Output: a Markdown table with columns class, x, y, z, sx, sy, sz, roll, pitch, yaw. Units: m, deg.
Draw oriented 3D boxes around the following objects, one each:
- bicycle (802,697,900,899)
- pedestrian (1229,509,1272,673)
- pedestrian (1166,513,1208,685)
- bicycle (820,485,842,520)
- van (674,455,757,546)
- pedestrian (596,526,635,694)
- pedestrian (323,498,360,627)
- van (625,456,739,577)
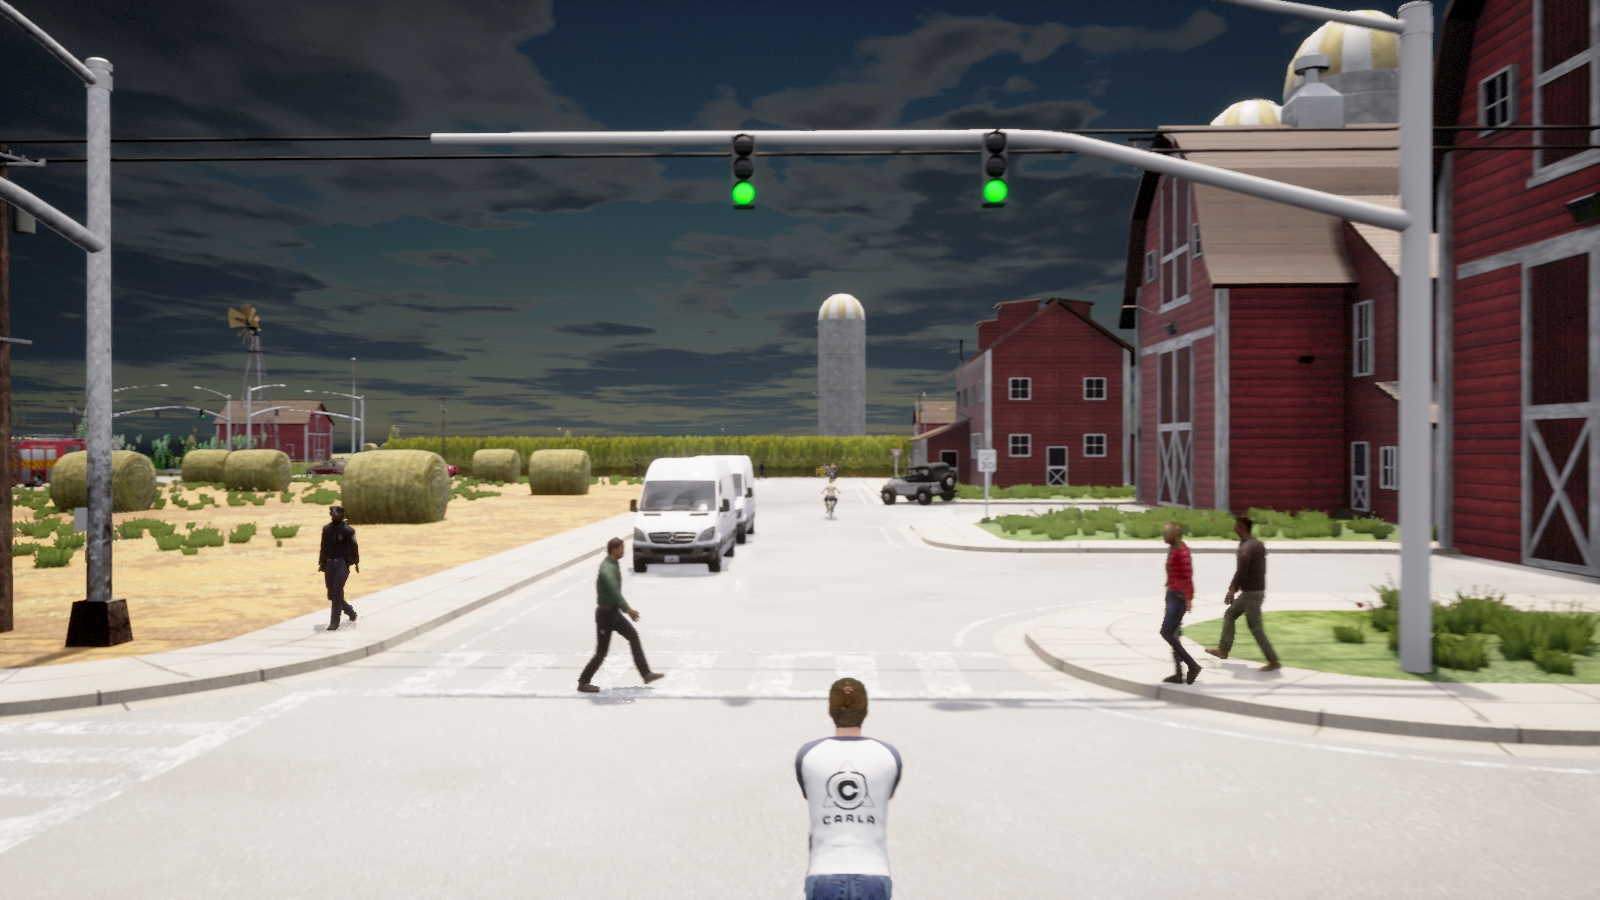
| class | x | y | z | sx | sy | sz | roll | pitch | yaw |
| --- | --- | --- | --- | --- | --- | --- | --- | --- | --- |
| bicycle | 0.214 | 2.035 | 5.143 | 0.373 | 1.496 | 1.643 | 0 | 0 | 1 |
| pedestrian | 5.297 | 1.642 | 13.436 | 0.375 | 1.860 | 0.375 | 0 | 0 | 40 |
| pedestrian | 4.298 | 1.643 | 12.696 | 0.375 | 1.860 | 0.375 | 0 | 0 | 6 |
| bicycle | 1.227 | 2.043 | 44.935 | 0.859 | 1.276 | 1.487 | 0 | 1 | 2 |
| van | -2.512 | 1.448 | 35.404 | 1.988 | 2.561 | 5.915 | 0 | 0 | 1 |
| pedestrian | -2.092 | 1.803 | 12.968 | 0.375 | 1.860 | 0.375 | 0 | 0 | 0 |
| pedestrian | -6.735 | 1.645 | 16.794 | 0.375 | 1.860 | 0.375 | 0 | 0 | 2 |
| van | -2.710 | 1.458 | 27.683 | 1.988 | 2.561 | 5.915 | 0 | 0 | 1 |
